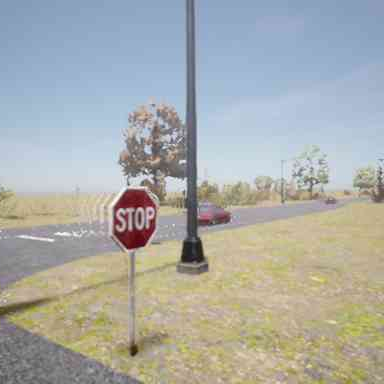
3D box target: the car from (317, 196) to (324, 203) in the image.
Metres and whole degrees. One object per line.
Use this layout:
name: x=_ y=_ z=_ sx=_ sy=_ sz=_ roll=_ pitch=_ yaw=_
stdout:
car: x=33.841 y=1.867 z=86.230 sx=2.097 sy=1.767 sz=4.553 roll=-1 pitch=0 yaw=34

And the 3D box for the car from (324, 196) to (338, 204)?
car: x=32.458 y=1.812 z=76.889 sx=2.097 sy=1.767 sz=4.553 roll=-1 pitch=0 yaw=28

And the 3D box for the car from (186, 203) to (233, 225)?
car: x=1.618 y=1.821 z=26.472 sx=1.994 sy=1.385 sz=4.181 roll=-1 pitch=-1 yaw=34
